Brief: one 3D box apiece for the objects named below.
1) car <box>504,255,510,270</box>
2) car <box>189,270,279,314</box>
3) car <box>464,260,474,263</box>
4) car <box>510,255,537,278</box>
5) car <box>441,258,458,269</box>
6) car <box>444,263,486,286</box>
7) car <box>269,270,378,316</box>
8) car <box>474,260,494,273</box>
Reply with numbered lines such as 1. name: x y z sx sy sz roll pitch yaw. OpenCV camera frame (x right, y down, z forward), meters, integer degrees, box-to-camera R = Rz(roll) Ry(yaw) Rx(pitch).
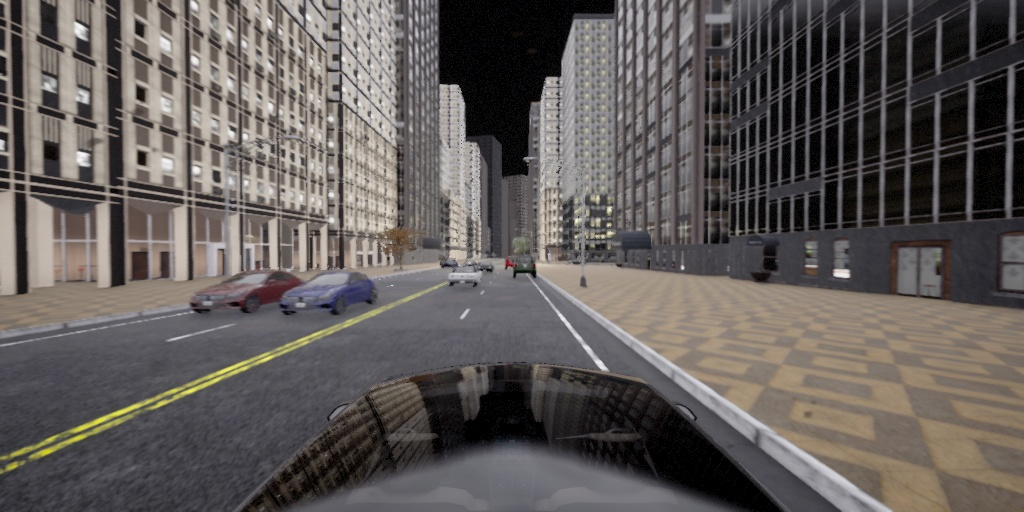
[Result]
1. car: 0.013 0.972 53.679 2.150 2.045 5.566 0 0 0
2. car: -9.844 1.276 13.937 1.812 1.442 4.674 0 0 0
3. car: -6.522 1.299 55.780 2.033 1.411 5.357 0 0 1
4. car: 1.144 0.975 33.931 2.150 2.045 5.566 0 0 0
5. car: -9.773 1.104 56.120 2.097 1.767 4.553 0 0 1
6. car: -3.146 1.351 24.924 1.895 1.301 4.718 0 0 0
7. car: -6.601 1.276 13.531 1.812 1.442 4.674 0 0 0
8. car: -3.143 1.351 43.487 1.895 1.301 4.718 0 0 0
